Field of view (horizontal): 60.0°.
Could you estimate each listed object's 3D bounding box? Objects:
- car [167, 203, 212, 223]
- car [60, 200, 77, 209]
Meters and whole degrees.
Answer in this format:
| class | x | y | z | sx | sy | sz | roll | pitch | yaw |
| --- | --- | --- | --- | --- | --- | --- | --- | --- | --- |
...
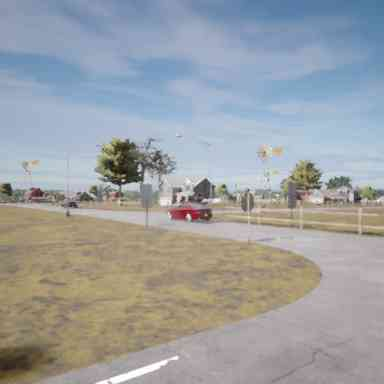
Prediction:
| class | x | y | z | sx | sy | sz | roll | pitch | yaw |
| --- | --- | --- | --- | --- | --- | --- | --- | --- | --- |
| car | -0.318 | 1.689 | 28.258 | 1.882 | 1.535 | 5.008 | 0 | 0 | -35 |
| car | -21.508 | 2.115 | 57.798 | 1.837 | 1.490 | 4.892 | 0 | -1 | -36 |
